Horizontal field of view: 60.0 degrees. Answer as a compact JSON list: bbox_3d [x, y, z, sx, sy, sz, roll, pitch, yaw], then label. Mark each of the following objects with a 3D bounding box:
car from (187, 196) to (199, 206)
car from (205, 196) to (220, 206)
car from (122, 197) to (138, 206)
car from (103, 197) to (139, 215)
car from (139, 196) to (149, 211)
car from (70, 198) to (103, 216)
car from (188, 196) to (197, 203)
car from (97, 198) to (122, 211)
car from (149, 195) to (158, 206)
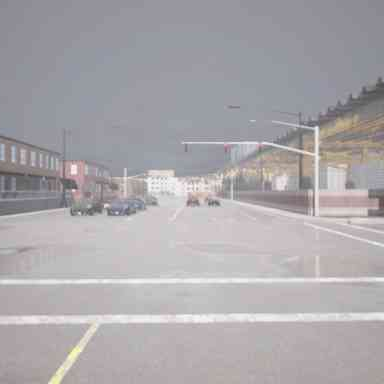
[{"bbox_3d":[0.158,1.405,56.804,2.097,1.767,4.553,0,0,0],"label":"car"},{"bbox_3d":[3.657,1.649,56.505,1.895,1.301,4.718,0,0,0],"label":"car"},{"bbox_3d":[-10.510,1.613,56.838,1.994,1.385,4.181,0,0,0],"label":"car"},{"bbox_3d":[-7.059,1.381,33.527,2.097,1.767,4.553,0,0,0],"label":"car"},{"bbox_3d":[-7.053,1.562,42.227,1.812,1.442,4.674,0,0,0],"label":"car"},{"bbox_3d":[-10.559,1.381,33.401,2.097,1.767,4.553,0,0,0],"label":"car"},{"bbox_3d":[0.108,1.565,70.912,1.837,1.490,4.892,0,0,0],"label":"car"},{"bbox_3d":[-10.553,1.529,42.908,2.128,1.511,4.902,0,0,0],"label":"car"},{"bbox_3d":[-7.018,1.400,56.202,2.097,1.767,4.553,0,0,0],"label":"car"}]
